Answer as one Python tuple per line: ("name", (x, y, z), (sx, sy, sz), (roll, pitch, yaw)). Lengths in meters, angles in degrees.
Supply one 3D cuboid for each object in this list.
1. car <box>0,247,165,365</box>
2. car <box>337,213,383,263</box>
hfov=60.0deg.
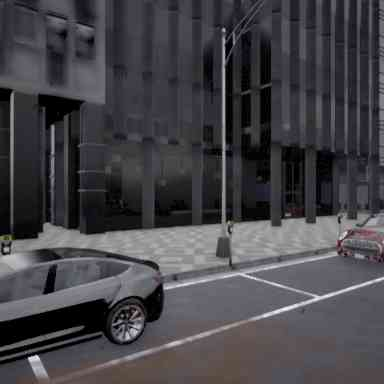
("car", (-2.440, 1.563, 4.790), (4.313, 1.339, 1.947), (0, 0, -36))
("car", (6.741, 1.444, 11.340), (4.097, 1.590, 1.967), (0, 0, -35))
